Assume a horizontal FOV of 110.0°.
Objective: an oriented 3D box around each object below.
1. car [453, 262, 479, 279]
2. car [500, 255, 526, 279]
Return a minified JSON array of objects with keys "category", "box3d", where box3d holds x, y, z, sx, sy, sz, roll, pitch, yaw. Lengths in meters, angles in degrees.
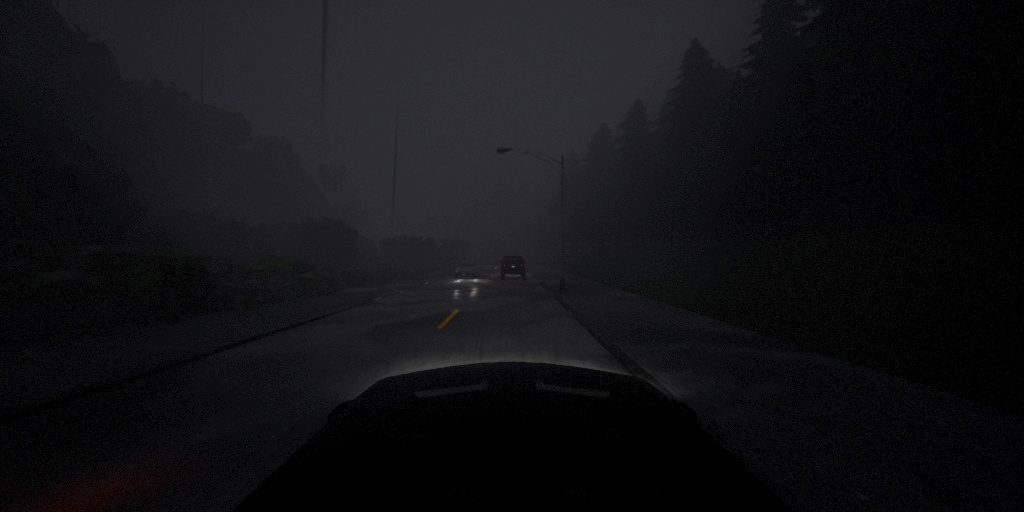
[{"category":"car","box3d":[-4.090,1.267,32.834,1.812,1.442,4.674,0,0,0]},{"category":"car","box3d":[0.094,0.965,32.196,2.150,2.045,5.566,0,0,0]}]
